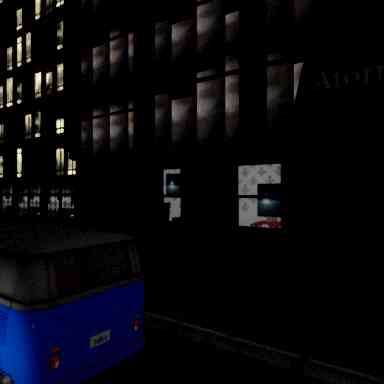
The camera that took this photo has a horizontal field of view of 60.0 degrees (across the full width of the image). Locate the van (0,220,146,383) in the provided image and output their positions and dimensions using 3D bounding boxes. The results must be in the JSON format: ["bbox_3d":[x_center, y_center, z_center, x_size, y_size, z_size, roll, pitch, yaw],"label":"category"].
[{"bbox_3d":[-2.491,1.341,4.649,3.998,1.788,1.690,0,0,35],"label":"van"}]
